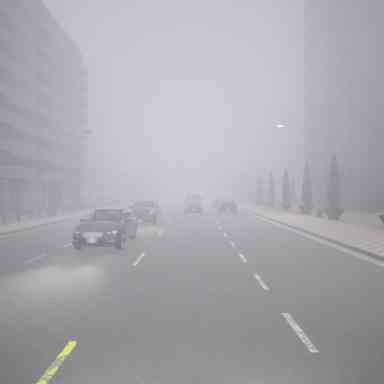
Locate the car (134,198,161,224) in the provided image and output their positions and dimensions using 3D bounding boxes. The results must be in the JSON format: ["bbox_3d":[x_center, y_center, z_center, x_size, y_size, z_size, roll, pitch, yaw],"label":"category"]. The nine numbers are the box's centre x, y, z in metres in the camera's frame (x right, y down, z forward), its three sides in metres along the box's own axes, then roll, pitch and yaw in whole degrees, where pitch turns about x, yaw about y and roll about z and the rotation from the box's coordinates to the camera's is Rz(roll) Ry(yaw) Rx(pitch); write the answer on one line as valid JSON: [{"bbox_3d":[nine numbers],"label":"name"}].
[{"bbox_3d":[-3.460,1.352,24.362,2.097,1.767,4.553,0,0,0],"label":"car"}]

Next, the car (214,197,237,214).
[{"bbox_3d":[3.659,1.505,35.317,1.837,1.490,4.892,0,0,1],"label":"car"}]

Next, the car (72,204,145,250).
[{"bbox_3d":[-3.599,1.492,14.460,2.128,1.511,4.902,0,0,0],"label":"car"}]

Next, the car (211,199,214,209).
[{"bbox_3d":[3.663,1.505,45.585,1.837,1.490,4.892,0,0,1],"label":"car"}]

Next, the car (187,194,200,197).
[{"bbox_3d":[0.221,1.221,43.988,2.150,2.045,5.566,0,0,1],"label":"car"}]

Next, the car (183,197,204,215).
[{"bbox_3d":[0.190,1.526,33.726,1.812,1.442,4.674,0,0,0],"label":"car"}]
